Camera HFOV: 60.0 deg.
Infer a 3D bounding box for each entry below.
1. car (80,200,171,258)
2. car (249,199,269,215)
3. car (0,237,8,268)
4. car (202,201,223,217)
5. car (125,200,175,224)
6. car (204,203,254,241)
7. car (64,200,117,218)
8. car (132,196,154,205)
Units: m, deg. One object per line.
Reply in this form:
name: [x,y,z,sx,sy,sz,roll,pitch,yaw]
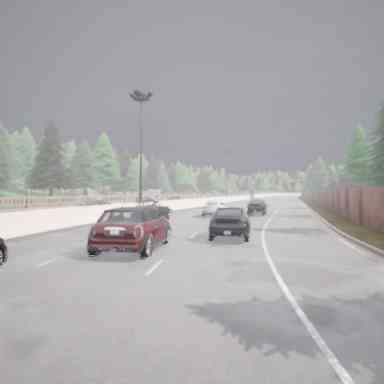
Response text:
car: [-2.213,1.336,12.910,2.097,1.767,4.553,0,0,8]
car: [6.702,1.520,34.102,1.837,1.490,4.892,0,0,16]
car: [-6.381,1.460,7.703,2.128,1.511,4.902,0,0,5]
car: [2.172,1.522,31.144,1.812,1.442,4.674,0,0,16]
car: [-3.041,1.467,25.532,2.128,1.511,4.902,0,0,15]
car: [1.996,1.506,16.703,1.837,1.490,4.892,0,0,11]
car: [-9.152,1.494,30.572,2.033,1.411,5.357,0,0,17]
car: [-8.380,1.463,57.484,1.812,1.442,4.674,0,0,17]
